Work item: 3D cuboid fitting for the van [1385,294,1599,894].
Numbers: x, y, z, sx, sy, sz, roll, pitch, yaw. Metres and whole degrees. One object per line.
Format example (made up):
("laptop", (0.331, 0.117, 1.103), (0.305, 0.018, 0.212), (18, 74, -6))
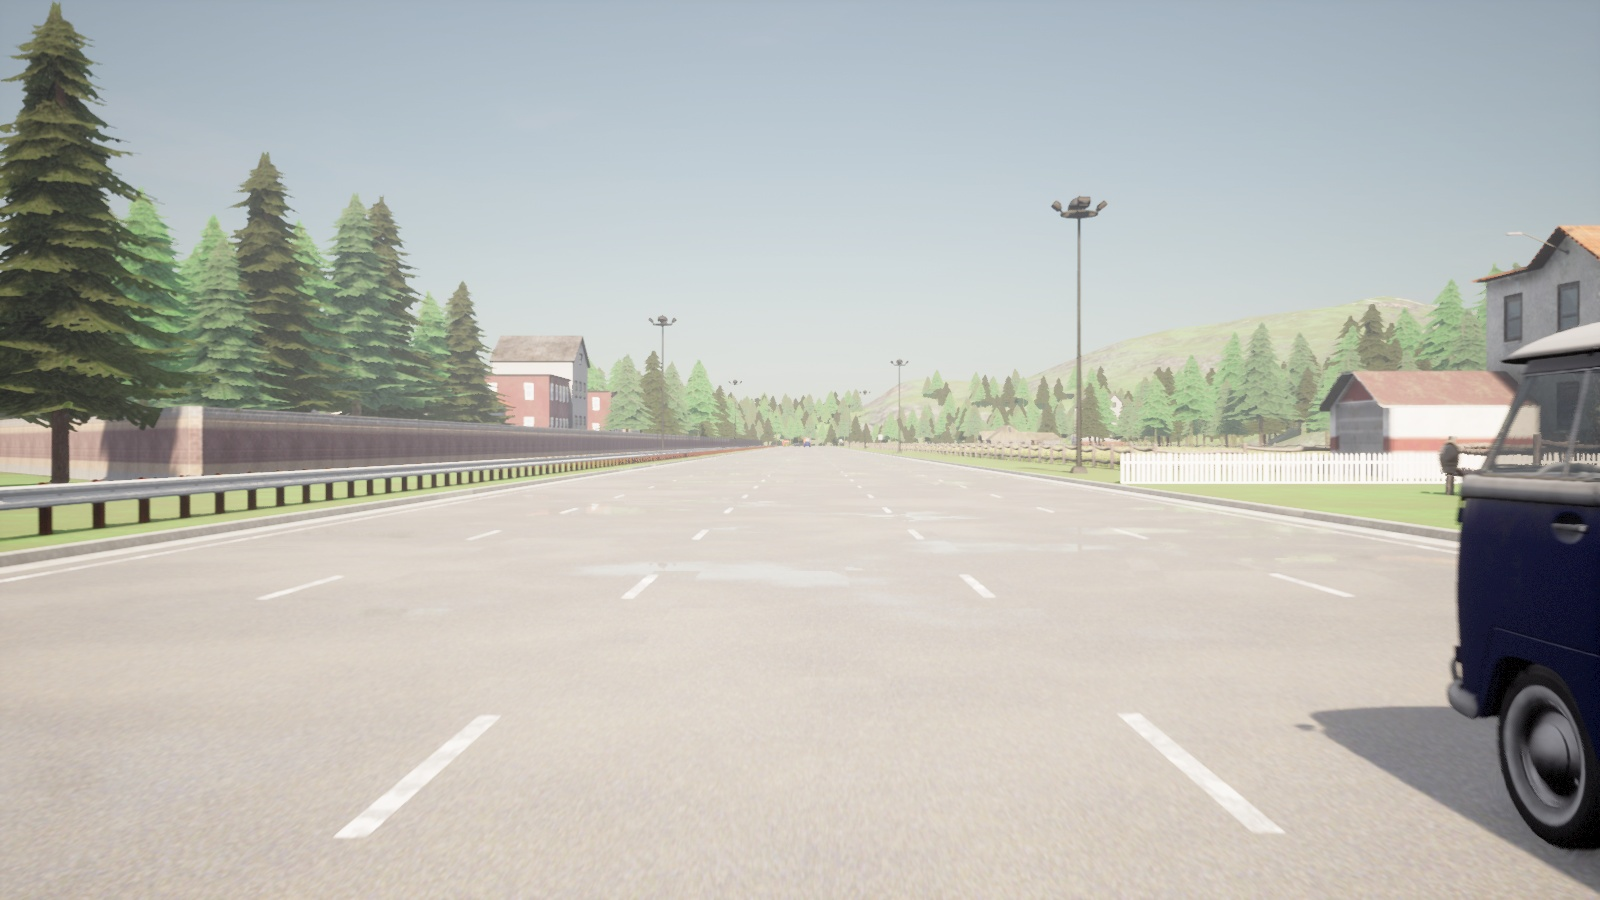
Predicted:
("van", (3.535, 0.483, 3.475), (1.775, 1.987, 4.442), (0, 0, 0))
